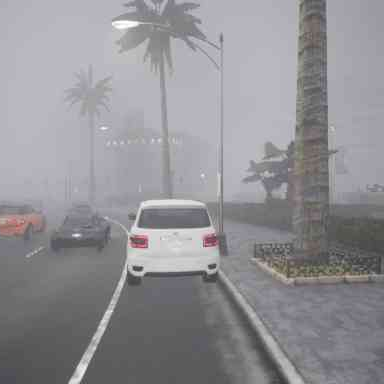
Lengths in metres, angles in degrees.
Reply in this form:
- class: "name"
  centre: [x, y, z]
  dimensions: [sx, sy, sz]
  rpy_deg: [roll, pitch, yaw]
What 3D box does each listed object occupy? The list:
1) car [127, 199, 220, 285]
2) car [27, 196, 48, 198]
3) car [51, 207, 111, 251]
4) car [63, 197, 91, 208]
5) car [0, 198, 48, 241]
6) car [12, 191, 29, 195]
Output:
- class: "car"
  centre: [-0.676, 1.219, 9.688]
  dimensions: [2.150, 2.045, 5.566]
  rpy_deg: [0, 0, -7]
- class: "car"
  centre: [-20.576, 1.487, 42.094]
  dimensions: [4.892, 1.490, 1.837]
  rpy_deg: [0, 0, 42]
- class: "car"
  centre: [-4.585, 1.560, 14.166]
  dimensions: [1.994, 1.385, 4.181]
  rpy_deg: [0, 0, -10]
- class: "car"
  centre: [-9.976, 1.496, 28.991]
  dimensions: [1.837, 1.490, 4.892]
  rpy_deg: [0, 0, -28]
- class: "car"
  centre: [-8.702, 1.345, 16.427]
  dimensions: [2.097, 1.767, 4.553]
  rpy_deg: [0, 0, -14]
- class: "car"
  centre: [-37.893, 1.221, 71.704]
  dimensions: [4.553, 1.767, 2.185]
  rpy_deg: [0, 0, 21]
